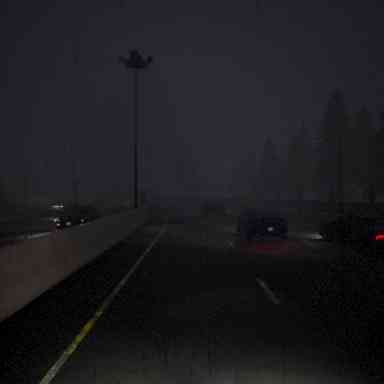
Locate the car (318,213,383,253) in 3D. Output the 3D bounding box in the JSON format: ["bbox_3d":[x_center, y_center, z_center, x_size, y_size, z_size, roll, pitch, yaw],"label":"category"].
[{"bbox_3d":[7.099,1.606,13.910,2.033,1.411,5.357,0,0,0],"label":"car"}]

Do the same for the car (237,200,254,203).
[{"bbox_3d":[5.681,1.626,35.864,1.882,1.535,5.008,0,0,-8],"label":"car"}]

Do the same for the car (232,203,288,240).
[{"bbox_3d":[3.570,1.551,17.677,1.882,1.535,5.008,0,0,-1],"label":"car"}]

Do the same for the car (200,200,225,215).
[{"bbox_3d":[2.137,1.626,35.849,1.882,1.535,5.008,0,0,-9],"label":"car"}]
